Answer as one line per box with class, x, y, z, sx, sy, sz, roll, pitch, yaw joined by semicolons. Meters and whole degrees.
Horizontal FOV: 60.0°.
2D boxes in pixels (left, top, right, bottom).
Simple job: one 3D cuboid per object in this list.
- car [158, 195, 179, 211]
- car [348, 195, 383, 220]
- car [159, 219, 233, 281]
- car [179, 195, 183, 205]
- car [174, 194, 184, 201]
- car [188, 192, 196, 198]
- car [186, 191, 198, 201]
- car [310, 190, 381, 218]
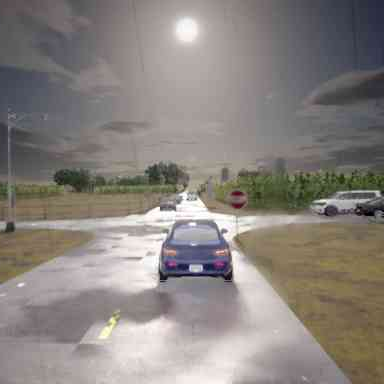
car;-2.792;1.369;39.244;1.837;1.490;4.892;0;1;-2
car;14.389;1.149;23.896;5.008;1.535;1.882;-1;0;0
car;0.092;1.522;9.669;1.812;1.442;4.674;0;0;0
car;-2.829;1.224;54.100;1.882;1.535;5.008;0;1;0
car;-2.754;1.185;69.167;1.895;1.301;4.718;0;1;0
car;-0.004;0.788;81.529;1.812;1.442;4.674;0;1;0
car;-0.004;0.783;71.138;2.150;2.045;5.566;0;1;0
car;12.456;0.923;26.747;5.566;2.045;2.150;-1;0;0
